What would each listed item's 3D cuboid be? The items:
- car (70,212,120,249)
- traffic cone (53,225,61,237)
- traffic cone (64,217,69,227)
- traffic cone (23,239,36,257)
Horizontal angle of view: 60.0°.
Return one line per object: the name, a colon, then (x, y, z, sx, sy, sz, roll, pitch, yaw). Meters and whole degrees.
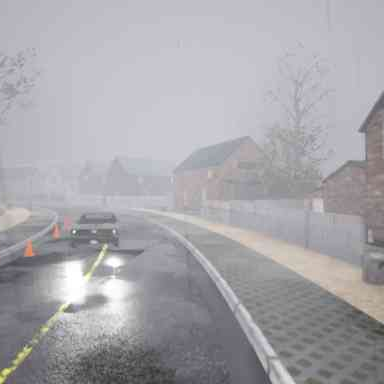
car: (-4.130, 1.568, 14.631, 1.895, 1.301, 4.718, 0, 0, -12)
traffic cone: (-6.646, 1.913, 16.332, 0.340, 0.580, 0.340, 0, 0, -14)
traffic cone: (-7.928, 1.900, 20.998, 0.340, 0.580, 0.340, 0, 0, -17)
traffic cone: (-5.671, 1.926, 11.591, 0.340, 0.580, 0.340, 0, 0, -10)
